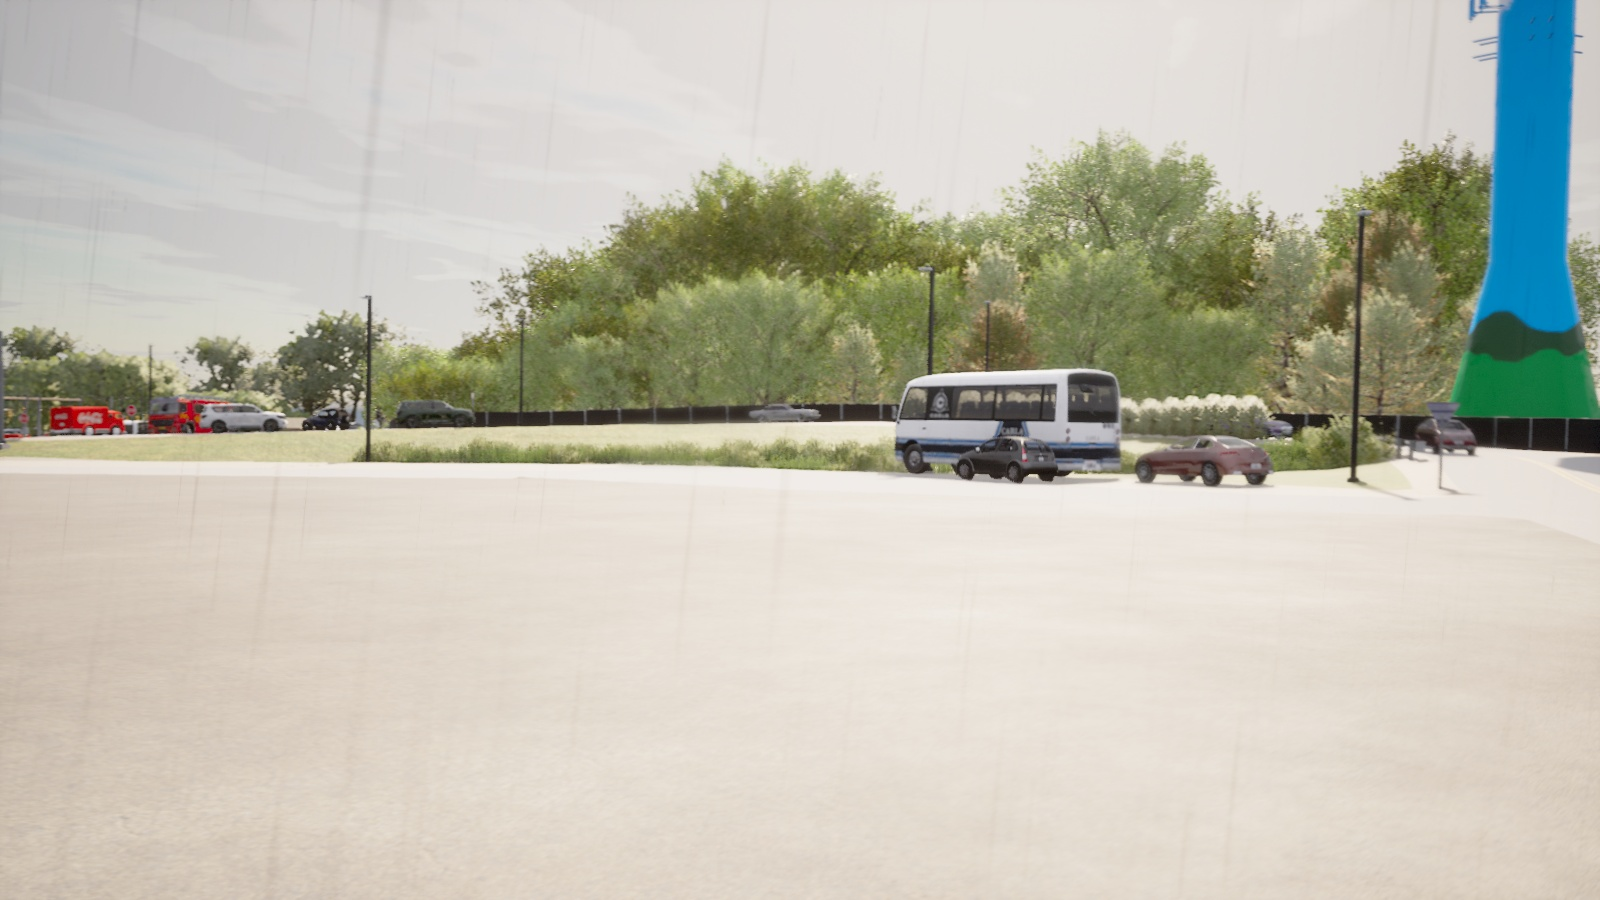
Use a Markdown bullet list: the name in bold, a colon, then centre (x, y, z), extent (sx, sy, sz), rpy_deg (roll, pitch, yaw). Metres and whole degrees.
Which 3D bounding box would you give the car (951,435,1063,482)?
- **car**: centre (7.465, 0.260, 45.617), extent (1.851, 1.617, 3.988), rpy_deg (-1, 1, -33)

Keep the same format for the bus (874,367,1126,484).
- **bus**: centre (7.756, -1.018, 50.692), extent (3.944, 4.253, 10.273), rpy_deg (0, 2, -35)

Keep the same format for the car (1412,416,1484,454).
- **car**: centre (28.864, -0.698, 56.049), extent (1.789, 1.549, 3.705), rpy_deg (1, 3, 9)

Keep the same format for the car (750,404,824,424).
- **car**: centre (-0.912, -2.480, 87.116), extent (4.718, 1.301, 1.895), rpy_deg (-1, 1, 19)

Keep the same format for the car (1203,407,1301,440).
- **car**: centre (25.491, -1.518, 70.904), extent (2.033, 1.649, 4.856), rpy_deg (-1, 3, -36)

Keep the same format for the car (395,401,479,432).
- **car**: centre (-26.009, -2.401, 90.108), extent (5.566, 2.045, 2.150), rpy_deg (-2, 1, -12)

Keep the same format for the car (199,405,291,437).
- **car**: centre (-38.215, -1.993, 86.635), extent (5.566, 2.045, 2.150), rpy_deg (-2, 2, -19)

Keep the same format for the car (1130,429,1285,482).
- **car**: centre (13.537, 0.135, 42.076), extent (2.152, 1.651, 5.027), rpy_deg (-1, 1, -23)
